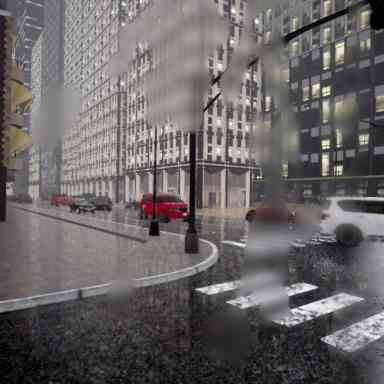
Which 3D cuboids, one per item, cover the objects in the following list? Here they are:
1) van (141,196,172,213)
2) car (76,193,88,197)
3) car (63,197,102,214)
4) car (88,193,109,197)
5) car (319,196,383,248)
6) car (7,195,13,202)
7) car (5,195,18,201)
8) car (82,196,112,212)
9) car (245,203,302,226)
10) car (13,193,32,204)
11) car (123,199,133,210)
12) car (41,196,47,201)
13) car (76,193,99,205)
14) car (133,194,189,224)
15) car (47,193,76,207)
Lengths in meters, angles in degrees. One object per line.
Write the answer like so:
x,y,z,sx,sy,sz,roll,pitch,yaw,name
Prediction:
-4.076,1.382,37.746,1.690,1.788,3.998,1,-1,-35,van
-18.743,1.317,53.904,2.097,1.767,4.553,1,-1,-36,car
-10.910,1.427,32.890,2.008,1.369,4.403,1,-1,-35,car
-14.465,1.380,53.093,2.097,1.767,4.553,1,-1,-35,car
8.063,1.220,13.295,5.566,2.045,2.150,1,1,33,car
-37.087,1.397,69.724,1.947,1.339,4.313,1,-1,-35,car
-40.358,1.378,74.328,2.008,1.369,4.403,1,-1,-35,car
-10.379,1.487,36.600,1.994,1.385,4.181,1,-1,-37,car
5.739,1.505,23.932,1.967,1.590,4.097,1,-1,-35,car
-30.538,1.155,60.518,2.192,1.841,5.009,1,-1,-35,car
-7.352,1.584,42.348,2.008,1.369,4.403,1,-1,-35,car
-36.802,1.571,83.786,1.802,1.307,4.206,1,-1,-35,car
-18.558,1.248,58.845,2.150,2.045,5.566,1,-1,-35,car
-2.031,1.166,24.888,2.150,2.045,5.566,1,-1,-34,car
-19.571,1.168,49.730,2.150,2.045,5.566,1,-1,-35,car
